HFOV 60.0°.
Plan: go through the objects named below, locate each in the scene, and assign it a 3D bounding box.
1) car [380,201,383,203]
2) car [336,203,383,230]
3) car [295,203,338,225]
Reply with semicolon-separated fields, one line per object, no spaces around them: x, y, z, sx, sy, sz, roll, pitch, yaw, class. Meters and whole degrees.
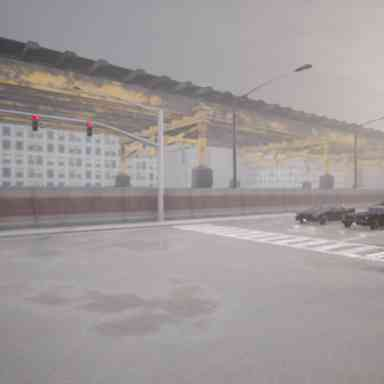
17.765;1.406;29.555;5.008;1.535;1.882;0;0;-35;car
11.399;1.552;20.738;4.718;1.301;1.895;0;0;-33;car
9.710;1.498;23.818;5.357;1.411;2.033;0;0;-35;car
